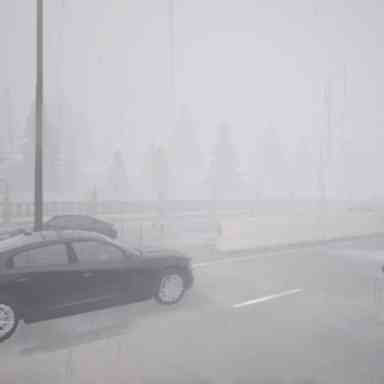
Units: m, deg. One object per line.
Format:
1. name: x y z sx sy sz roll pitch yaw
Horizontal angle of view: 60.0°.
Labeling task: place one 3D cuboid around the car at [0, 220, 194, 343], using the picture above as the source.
1. car: -2.254 1.492 6.429 5.008 1.535 1.882 0 0 -35

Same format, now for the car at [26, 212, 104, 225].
1. car: -5.245 1.552 13.105 4.674 1.442 1.812 1 0 -35

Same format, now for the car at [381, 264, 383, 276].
1. car: 7.053 1.610 8.630 5.357 1.411 2.033 0 0 -34
